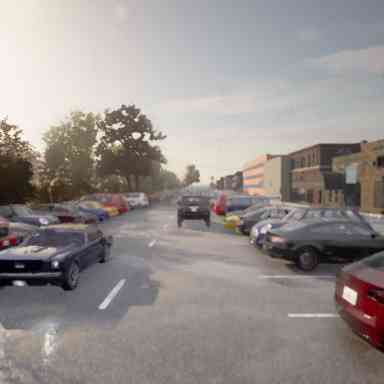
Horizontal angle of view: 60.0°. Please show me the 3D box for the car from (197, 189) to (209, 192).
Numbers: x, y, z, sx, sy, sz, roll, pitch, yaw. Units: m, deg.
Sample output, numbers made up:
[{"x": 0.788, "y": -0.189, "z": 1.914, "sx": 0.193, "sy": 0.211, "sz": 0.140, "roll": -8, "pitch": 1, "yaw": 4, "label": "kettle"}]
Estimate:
[{"x": 4.514, "y": 0.917, "z": 86.615, "sx": 5.566, "sy": 2.045, "sz": 2.435, "roll": 0, "pitch": 0, "yaw": 0, "label": "car"}]

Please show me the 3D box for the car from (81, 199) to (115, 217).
[{"x": -8.520, "y": 1.468, "z": 24.208, "sx": 5.008, "sy": 1.535, "sz": 2.097, "roll": 0, "pitch": 0, "yaw": 0, "label": "car"}]

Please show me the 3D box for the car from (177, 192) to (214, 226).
[{"x": 0.125, "y": 1.208, "z": 23.372, "sx": 2.150, "sy": 2.045, "sz": 5.566, "roll": 0, "pitch": 0, "yaw": 0, "label": "car"}]

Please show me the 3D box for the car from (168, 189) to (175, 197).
[{"x": -8.041, "y": 0.898, "z": 92.141, "sx": 5.566, "sy": 2.045, "sz": 2.435, "roll": 0, "pitch": 0, "yaw": 0, "label": "car"}]

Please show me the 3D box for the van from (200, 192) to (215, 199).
[{"x": 4.400, "y": 0.913, "z": 94.972, "sx": 4.442, "sy": 1.987, "sz": 1.878, "roll": 0, "pitch": 0, "yaw": 0, "label": "van"}]

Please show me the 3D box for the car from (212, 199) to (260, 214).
[{"x": 4.606, "y": 1.485, "z": 35.336, "sx": 4.792, "sy": 1.488, "sz": 2.163, "roll": 0, "pitch": 0, "yaw": 0, "label": "car"}]

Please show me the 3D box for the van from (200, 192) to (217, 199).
[{"x": 4.380, "y": 0.934, "z": 89.441, "sx": 4.442, "sy": 1.987, "sz": 1.878, "roll": 0, "pitch": 0, "yaw": 0, "label": "van"}]

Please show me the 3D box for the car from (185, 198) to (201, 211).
[{"x": 0.145, "y": 1.495, "z": 41.061, "sx": 1.812, "sy": 1.442, "sz": 4.674, "roll": 0, "pitch": 0, "yaw": 0, "label": "car"}]

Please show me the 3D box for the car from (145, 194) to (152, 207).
[{"x": -8.522, "y": 1.194, "z": 43.701, "sx": 5.566, "sy": 2.045, "sz": 2.435, "roll": 0, "pitch": 0, "yaw": 0, "label": "car"}]

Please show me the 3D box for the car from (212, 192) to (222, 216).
[{"x": 4.597, "y": 1.214, "z": 26.985, "sx": 5.566, "sy": 2.045, "sz": 2.435, "roll": 0, "pitch": 0, "yaw": 0, "label": "car"}]

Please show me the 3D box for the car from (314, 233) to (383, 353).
[{"x": 4.574, "y": 1.511, "z": 4.719, "sx": 4.792, "sy": 1.488, "sz": 2.163, "roll": 0, "pitch": 0, "yaw": 0, "label": "car"}]

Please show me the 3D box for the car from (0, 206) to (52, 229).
[{"x": -8.532, "y": 1.479, "z": 13.067, "sx": 4.892, "sy": 1.521, "sz": 2.231, "roll": 0, "pitch": 0, "yaw": 0, "label": "car"}]

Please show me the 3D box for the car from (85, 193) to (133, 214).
[{"x": -8.537, "y": 1.210, "z": 29.652, "sx": 5.566, "sy": 2.045, "sz": 2.435, "roll": 0, "pitch": 0, "yaw": 0, "label": "car"}]

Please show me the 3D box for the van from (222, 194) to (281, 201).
[{"x": 4.682, "y": 1.243, "z": 24.202, "sx": 4.442, "sy": 1.987, "sz": 1.878, "roll": 0, "pitch": 0, "yaw": 0, "label": "van"}]

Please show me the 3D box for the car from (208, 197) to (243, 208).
[{"x": 4.574, "y": 1.483, "z": 46.327, "sx": 4.674, "sy": 1.452, "sz": 2.002, "roll": -1, "pitch": 0, "yaw": 0, "label": "car"}]

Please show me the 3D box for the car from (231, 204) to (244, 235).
[{"x": 4.551, "y": 1.478, "z": 15.853, "sx": 4.892, "sy": 1.521, "sz": 2.231, "roll": 0, "pitch": 0, "yaw": 0, "label": "car"}]

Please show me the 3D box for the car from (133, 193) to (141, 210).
[{"x": -8.531, "y": 1.326, "z": 38.007, "sx": 4.553, "sy": 1.767, "sz": 2.185, "roll": 0, "pitch": 0, "yaw": 0, "label": "car"}]

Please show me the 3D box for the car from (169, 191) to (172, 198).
[{"x": -8.109, "y": 1.176, "z": 83.796, "sx": 4.892, "sy": 1.521, "sz": 2.231, "roll": 0, "pitch": 0, "yaw": 0, "label": "car"}]

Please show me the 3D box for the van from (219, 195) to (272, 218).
[{"x": 4.688, "y": 1.237, "z": 29.644, "sx": 4.442, "sy": 1.987, "sz": 1.878, "roll": 0, "pitch": 0, "yaw": 0, "label": "van"}]

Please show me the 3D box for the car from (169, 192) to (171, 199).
[{"x": -8.120, "y": 1.193, "z": 78.024, "sx": 5.008, "sy": 1.535, "sz": 2.097, "roll": 0, "pitch": 0, "yaw": 0, "label": "car"}]

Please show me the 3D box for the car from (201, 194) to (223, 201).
[{"x": 4.431, "y": 1.251, "z": 72.488, "sx": 4.674, "sy": 1.452, "sz": 2.002, "roll": 0, "pitch": 0, "yaw": 0, "label": "car"}]

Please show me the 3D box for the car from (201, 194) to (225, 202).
[{"x": 4.394, "y": 1.250, "z": 69.661, "sx": 4.792, "sy": 1.488, "sz": 2.163, "roll": 0, "pitch": 0, "yaw": 0, "label": "car"}]

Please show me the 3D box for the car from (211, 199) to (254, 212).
[{"x": 4.578, "y": 1.493, "z": 38.119, "sx": 4.674, "sy": 1.452, "sz": 2.002, "roll": 0, "pitch": 0, "yaw": 0, "label": "car"}]

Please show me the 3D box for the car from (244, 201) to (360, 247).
[{"x": 4.585, "y": 1.353, "z": 13.068, "sx": 4.553, "sy": 1.767, "sz": 2.185, "roll": 0, "pitch": 0, "yaw": 0, "label": "car"}]

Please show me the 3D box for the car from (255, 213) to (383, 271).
[{"x": 4.548, "y": 1.520, "z": 10.286, "sx": 4.674, "sy": 1.452, "sz": 2.002, "roll": 0, "pitch": 0, "yaw": 0, "label": "car"}]

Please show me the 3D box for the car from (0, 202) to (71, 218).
[{"x": -8.554, "y": 1.350, "z": 15.853, "sx": 4.553, "sy": 1.767, "sz": 2.185, "roll": 0, "pitch": 0, "yaw": 0, "label": "car"}]

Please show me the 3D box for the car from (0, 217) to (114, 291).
[{"x": -3.590, "y": 1.600, "z": 9.139, "sx": 1.895, "sy": 1.301, "sz": 4.718, "roll": 0, "pitch": 0, "yaw": 0, "label": "car"}]

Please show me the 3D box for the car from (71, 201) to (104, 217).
[{"x": -8.487, "y": 1.500, "z": 21.421, "sx": 4.792, "sy": 1.488, "sz": 2.163, "roll": 0, "pitch": 0, "yaw": 0, "label": "car"}]

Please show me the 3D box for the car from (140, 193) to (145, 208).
[{"x": -8.528, "y": 1.323, "z": 40.791, "sx": 4.553, "sy": 1.767, "sz": 2.185, "roll": 0, "pitch": 0, "yaw": 0, "label": "car"}]

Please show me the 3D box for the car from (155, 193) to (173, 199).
[{"x": -8.053, "y": 1.137, "z": 94.977, "sx": 5.008, "sy": 1.535, "sz": 2.097, "roll": 0, "pitch": 0, "yaw": 0, "label": "car"}]

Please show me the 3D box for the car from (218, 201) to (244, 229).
[{"x": 4.374, "y": 1.471, "z": 18.636, "sx": 5.366, "sy": 1.575, "sz": 1.946, "roll": 0, "pitch": 0, "yaw": 0, "label": "car"}]

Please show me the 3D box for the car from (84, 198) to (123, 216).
[{"x": -8.697, "y": 1.462, "z": 26.867, "sx": 5.366, "sy": 1.575, "sz": 1.946, "roll": 0, "pitch": 0, "yaw": 0, "label": "car"}]

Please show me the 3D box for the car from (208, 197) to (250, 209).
[{"x": 4.772, "y": 1.443, "z": 43.685, "sx": 5.366, "sy": 1.575, "sz": 1.946, "roll": 0, "pitch": 0, "yaw": 0, "label": "car"}]

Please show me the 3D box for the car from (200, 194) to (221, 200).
[{"x": 4.470, "y": 1.185, "z": 80.965, "sx": 5.008, "sy": 1.535, "sz": 2.097, "roll": 0, "pitch": 0, "yaw": 0, "label": "car"}]

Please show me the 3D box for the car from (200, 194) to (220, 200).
[{"x": 4.470, "y": 1.177, "z": 83.790, "sx": 5.008, "sy": 1.535, "sz": 2.097, "roll": 0, "pitch": 0, "yaw": 0, "label": "car"}]

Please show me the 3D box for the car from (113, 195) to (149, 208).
[{"x": -8.460, "y": 1.316, "z": 46.487, "sx": 4.553, "sy": 1.767, "sz": 2.185, "roll": 0, "pitch": 0, "yaw": 0, "label": "car"}]

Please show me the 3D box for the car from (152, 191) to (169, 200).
[{"x": -8.104, "y": 1.076, "z": 75.324, "sx": 4.553, "sy": 1.767, "sz": 2.185, "roll": 0, "pitch": 0, "yaw": 0, "label": "car"}]

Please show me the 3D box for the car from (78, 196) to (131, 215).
[{"x": -8.474, "y": 1.332, "z": 32.561, "sx": 4.553, "sy": 1.767, "sz": 2.185, "roll": 0, "pitch": 0, "yaw": 0, "label": "car"}]

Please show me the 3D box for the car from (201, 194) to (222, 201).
[{"x": 4.441, "y": 1.243, "z": 75.313, "sx": 4.674, "sy": 1.452, "sz": 2.002, "roll": 0, "pitch": 0, "yaw": 0, "label": "car"}]
